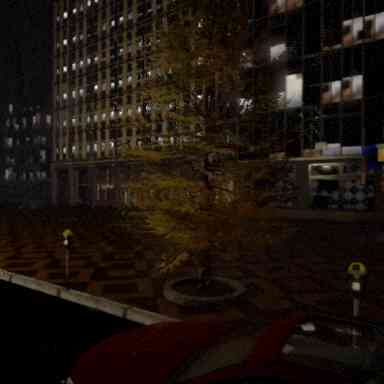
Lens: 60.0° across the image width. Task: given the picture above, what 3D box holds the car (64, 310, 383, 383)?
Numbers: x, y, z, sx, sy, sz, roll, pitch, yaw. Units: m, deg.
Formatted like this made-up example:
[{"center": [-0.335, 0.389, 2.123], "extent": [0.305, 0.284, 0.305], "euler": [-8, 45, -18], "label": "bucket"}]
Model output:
[{"center": [0.808, 1.578, 2.293], "extent": [4.206, 1.307, 1.802], "euler": [0, 1, 35], "label": "car"}]
